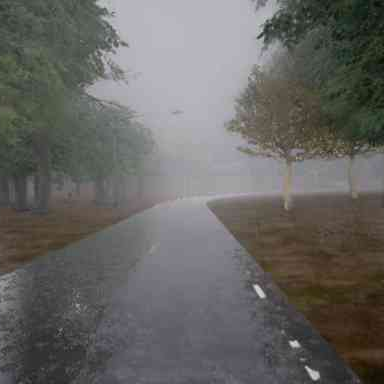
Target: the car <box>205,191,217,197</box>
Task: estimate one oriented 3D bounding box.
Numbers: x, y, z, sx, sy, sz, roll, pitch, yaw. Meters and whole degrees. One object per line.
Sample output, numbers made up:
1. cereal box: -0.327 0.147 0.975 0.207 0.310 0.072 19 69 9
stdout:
1. car: 4.780 0.532 82.785 1.895 1.301 4.718 1 2 20
